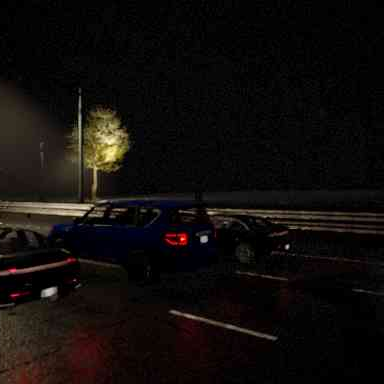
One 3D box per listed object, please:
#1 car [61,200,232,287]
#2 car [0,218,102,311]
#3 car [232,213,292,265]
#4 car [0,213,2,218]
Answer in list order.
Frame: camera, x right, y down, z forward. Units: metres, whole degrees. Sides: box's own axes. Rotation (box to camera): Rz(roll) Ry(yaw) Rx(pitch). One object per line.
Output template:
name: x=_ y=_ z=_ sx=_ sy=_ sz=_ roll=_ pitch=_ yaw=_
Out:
car: x=-1.886 y=1.250 z=9.634 sx=5.566 sy=2.045 sz=2.150 roll=0 pitch=0 yaw=35
car: x=-4.441 y=1.522 z=7.155 sx=4.902 sy=1.511 sz=2.128 roll=0 pitch=0 yaw=36
car: x=1.023 y=1.516 z=11.855 sx=4.902 sy=1.511 sz=2.128 roll=0 pitch=0 yaw=35
car: x=-15.621 y=1.690 z=23.724 sx=4.718 sy=1.301 sz=1.895 roll=0 pitch=0 yaw=36
